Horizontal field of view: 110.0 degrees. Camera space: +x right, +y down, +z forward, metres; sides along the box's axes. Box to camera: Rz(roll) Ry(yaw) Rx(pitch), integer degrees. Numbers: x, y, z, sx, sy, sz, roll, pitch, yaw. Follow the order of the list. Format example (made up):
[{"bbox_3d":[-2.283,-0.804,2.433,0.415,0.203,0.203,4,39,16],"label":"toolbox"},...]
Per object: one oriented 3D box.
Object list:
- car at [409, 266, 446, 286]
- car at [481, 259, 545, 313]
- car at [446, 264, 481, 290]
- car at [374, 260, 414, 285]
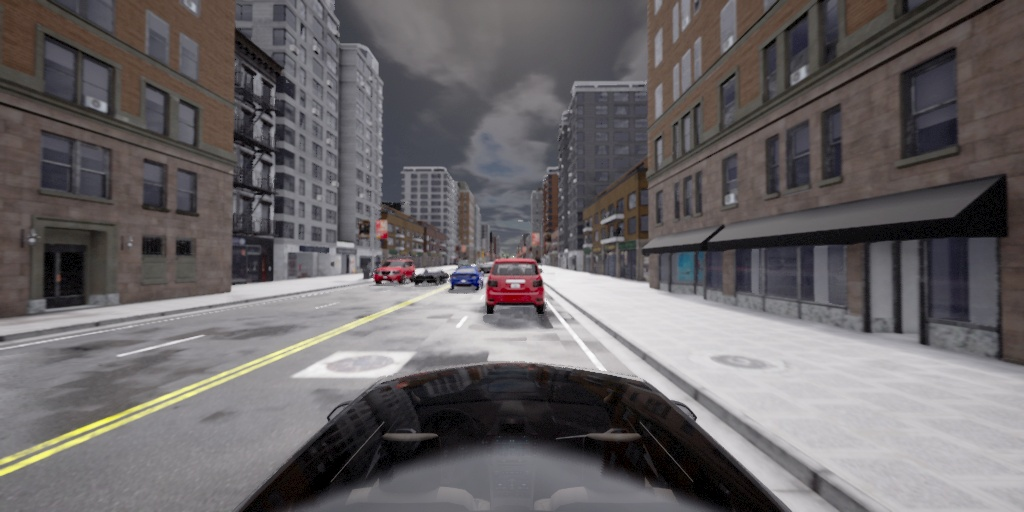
[{"bbox_3d":[-6.538,1.678,29.101,1.895,1.301,4.718,0,-1,0],"label":"car"},{"bbox_3d":[0.124,1.131,14.918,2.150,2.045,5.566,0,0,0],"label":"car"},{"bbox_3d":[-3.097,1.510,25.425,1.882,1.535,5.008,0,-1,0],"label":"car"},{"bbox_3d":[-9.785,1.315,30.466,2.150,2.045,5.566,0,-1,0],"label":"car"}]
